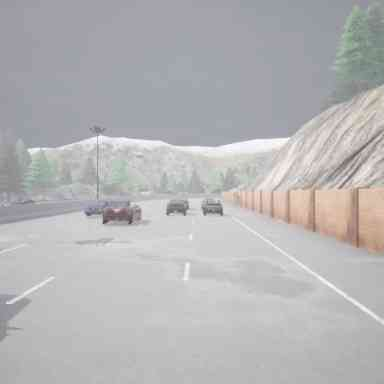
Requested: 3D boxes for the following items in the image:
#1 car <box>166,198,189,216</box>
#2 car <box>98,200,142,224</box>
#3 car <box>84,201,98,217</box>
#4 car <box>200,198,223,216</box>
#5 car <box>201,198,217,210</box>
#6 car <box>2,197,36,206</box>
[{"bbox_3d":[-1.486,1.505,32.965,1.837,1.490,4.892,0,0,0],"label":"car"},{"bbox_3d":[-5.093,1.351,24.806,2.097,1.767,4.553,0,0,1],"label":"car"},{"bbox_3d":[-8.510,1.547,31.425,2.033,1.411,5.357,0,0,1],"label":"car"},{"bbox_3d":[2.013,1.491,32.781,2.128,1.511,4.902,0,0,1],"label":"car"},{"bbox_3d":[2.148,1.525,43.231,1.812,1.442,4.674,0,0,1],"label":"car"},{"bbox_3d":[-19.036,1.331,36.766,2.128,1.511,4.902,0,0,1],"label":"car"}]
